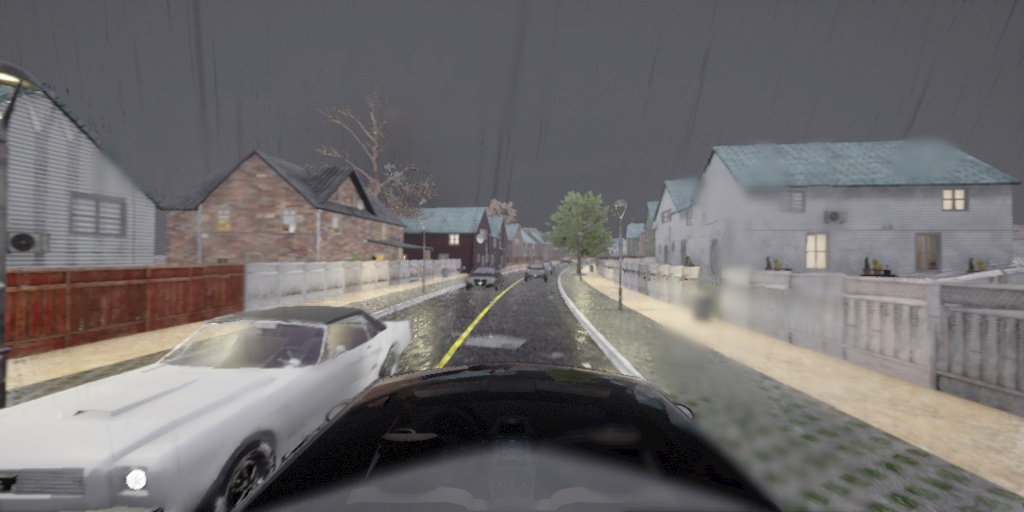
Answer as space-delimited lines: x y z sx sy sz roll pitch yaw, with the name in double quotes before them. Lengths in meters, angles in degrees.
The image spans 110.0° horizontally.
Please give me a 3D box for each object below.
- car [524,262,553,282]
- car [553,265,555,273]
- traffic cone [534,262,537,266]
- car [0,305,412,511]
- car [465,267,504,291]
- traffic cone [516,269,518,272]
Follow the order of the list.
"car" 2.163 1.349 30.639 2.128 1.511 4.902 0 0 8
"car" 4.114 1.370 43.053 2.033 1.411 5.357 0 0 11
"traffic cone" 4.002 1.662 60.577 0.340 0.580 0.340 0 0 15
"car" -2.770 1.338 4.166 1.895 1.301 4.718 0 0 2
"car" -1.647 1.389 22.839 1.994 1.385 4.181 0 0 6
"traffic cone" 0.629 1.737 45.804 0.340 0.580 0.340 0 0 11
